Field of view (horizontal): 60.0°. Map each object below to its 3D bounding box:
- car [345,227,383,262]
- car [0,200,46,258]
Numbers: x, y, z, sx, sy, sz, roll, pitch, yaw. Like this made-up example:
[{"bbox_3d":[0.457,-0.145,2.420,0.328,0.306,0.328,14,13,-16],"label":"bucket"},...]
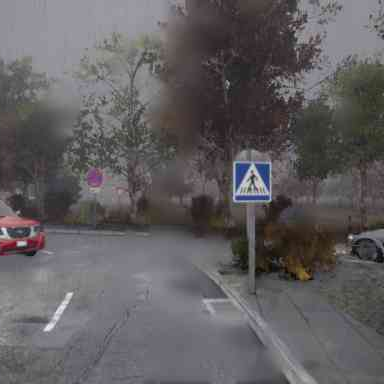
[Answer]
[{"bbox_3d":[6.796,1.397,9.732,1.994,1.385,4.181,0,-2,-43],"label":"car"},{"bbox_3d":[-7.558,1.223,11.560,5.566,2.045,2.150,0,-1,30],"label":"car"}]
